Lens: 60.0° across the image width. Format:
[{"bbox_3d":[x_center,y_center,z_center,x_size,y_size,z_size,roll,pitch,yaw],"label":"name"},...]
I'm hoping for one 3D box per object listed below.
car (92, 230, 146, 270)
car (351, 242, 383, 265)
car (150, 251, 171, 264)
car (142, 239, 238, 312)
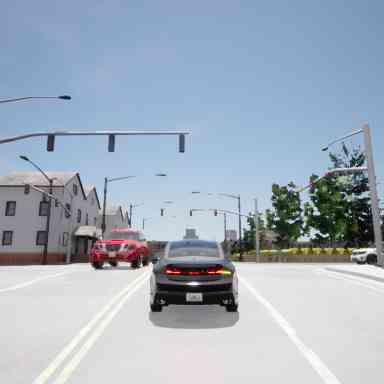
[{"bbox_3d":[-3.646,3.030,17.940,2.150,2.045,5.566,0,-11,0],"label":"car"},{"bbox_3d":[16.792,5.315,28.835,5.566,2.045,2.150,0,-12,1],"label":"car"},{"bbox_3d":[-3.715,7.972,40.268,2.128,1.511,4.902,0,-12,0],"label":"car"},{"bbox_3d":[0.044,1.985,8.591,1.837,1.490,4.892,0,-7,0],"label":"car"}]
